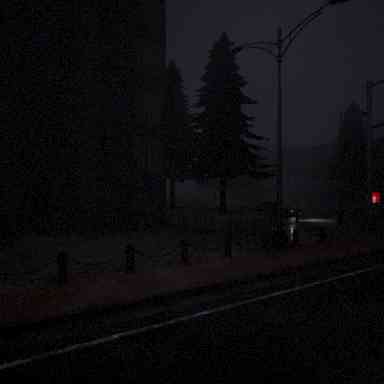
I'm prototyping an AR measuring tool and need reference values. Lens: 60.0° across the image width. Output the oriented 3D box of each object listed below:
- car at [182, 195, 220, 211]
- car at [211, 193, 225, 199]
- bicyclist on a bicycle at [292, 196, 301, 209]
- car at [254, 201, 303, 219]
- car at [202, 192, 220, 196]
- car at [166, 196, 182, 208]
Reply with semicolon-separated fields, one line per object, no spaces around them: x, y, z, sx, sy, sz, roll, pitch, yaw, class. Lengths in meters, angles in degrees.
1.354;1.493;37.674;1.882;1.535;5.008;0;0;-37;car
7.287;1.092;94.517;1.905;1.878;3.866;0;0;-37;car
11.496;1.316;36.649;1.656;1.620;0.582;0;0;-37;bicyclist on a bicycle
7.558;1.541;29.486;1.812;1.442;4.674;0;0;-38;car
5.199;1.112;92.455;1.932;1.855;4.605;0;0;-37;car
-2.636;1.616;49.074;1.895;1.301;4.718;0;0;-37;car
